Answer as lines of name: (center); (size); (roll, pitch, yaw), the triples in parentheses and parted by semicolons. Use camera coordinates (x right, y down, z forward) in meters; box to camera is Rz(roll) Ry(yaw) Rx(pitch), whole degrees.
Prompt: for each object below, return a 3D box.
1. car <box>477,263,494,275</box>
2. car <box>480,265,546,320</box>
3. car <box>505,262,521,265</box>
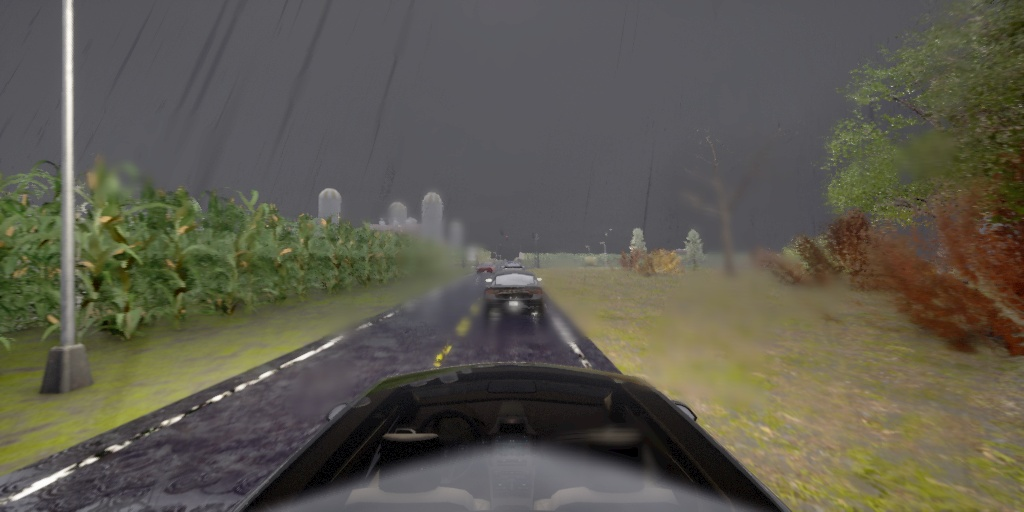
car: (-2.812, 1.388, 40.280); (1.895, 1.301, 4.718); (0, 0, 0)
car: (0.101, 1.234, 12.686); (1.882, 1.535, 5.008); (0, 0, 0)
car: (0.104, 1.267, 31.493); (2.128, 1.511, 4.902); (0, 0, 0)
